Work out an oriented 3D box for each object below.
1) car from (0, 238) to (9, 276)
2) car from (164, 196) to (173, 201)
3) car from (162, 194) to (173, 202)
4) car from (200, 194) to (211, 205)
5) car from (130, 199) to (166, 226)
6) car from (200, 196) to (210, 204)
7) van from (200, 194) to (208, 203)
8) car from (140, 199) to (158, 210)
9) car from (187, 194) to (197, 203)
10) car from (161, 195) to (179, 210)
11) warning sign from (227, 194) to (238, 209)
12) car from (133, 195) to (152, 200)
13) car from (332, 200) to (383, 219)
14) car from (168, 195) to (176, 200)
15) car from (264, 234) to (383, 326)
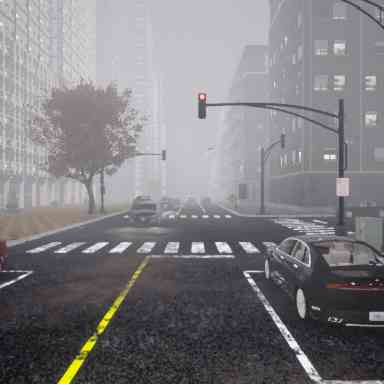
[{"bbox_3d":[-5.699,1.545,6.954,1.887,1.381,4.507,0,0,0],"label":"car"},{"bbox_3d":[-5.781,1.632,83.525,2.008,1.369,4.403,0,0,0],"label":"car"},{"bbox_3d":[-5.776,1.385,78.002,2.192,1.841,5.009,0,0,0],"label":"car"},{"bbox_3d":[2.623,1.610,61.442,1.947,1.339,4.313,0,0,0],"label":"car"},{"bbox_3d":[-3.125,1.513,23.637,1.837,1.490,4.892,0,0,0],"label":"car"},{"bbox_3d":[2.617,1.578,67.135,1.752,1.417,4.829,0,0,0],"label":"car"},{"bbox_3d":[2.611,1.402,72.489,1.690,1.788,3.998,0,0,0],"label":"van"},{"bbox_3d":[-5.740,1.592,44.865,1.947,1.339,4.313,0,0,0],"label":"car"},{"bbox_3d":[-0.074,1.602,68.670,2.033,1.411,5.357,0,0,0],"label":"car"},{"bbox_3d":[-3.144,1.516,42.249,2.128,1.511,4.902,0,0,0],"label":"car"},{"bbox_3d":[5.024,1.138,41.479,1.300,1.860,1.060,0,0,0],"label":"warning sign"},{"bbox_3d":[-5.735,1.336,39.342,2.192,1.841,5.009,0,0,0],"label":"car"},{"bbox_3d":[13.397,1.350,26.380,4.403,1.369,2.008,-1,1,-1],"label":"car"},{"bbox_3d":[-5.793,1.654,94.571,2.008,1.369,4.403,0,0,0],"label":"car"},{"bbox_3d":[2.681,1.551,6.963,2.008,1.369,4.403,0,0,0],"label":"car"}]
